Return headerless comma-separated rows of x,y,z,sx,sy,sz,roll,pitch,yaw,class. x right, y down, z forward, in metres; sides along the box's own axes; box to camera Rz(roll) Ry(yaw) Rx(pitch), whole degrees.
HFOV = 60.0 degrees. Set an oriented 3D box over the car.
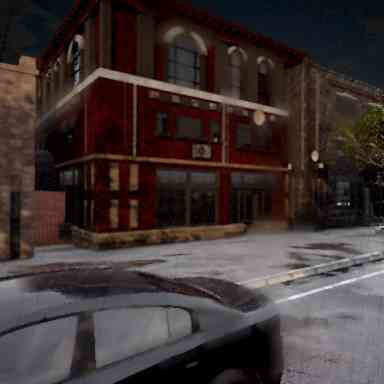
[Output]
-1.387,1.478,2.696,5.008,1.535,1.882,0,0,-35,car
